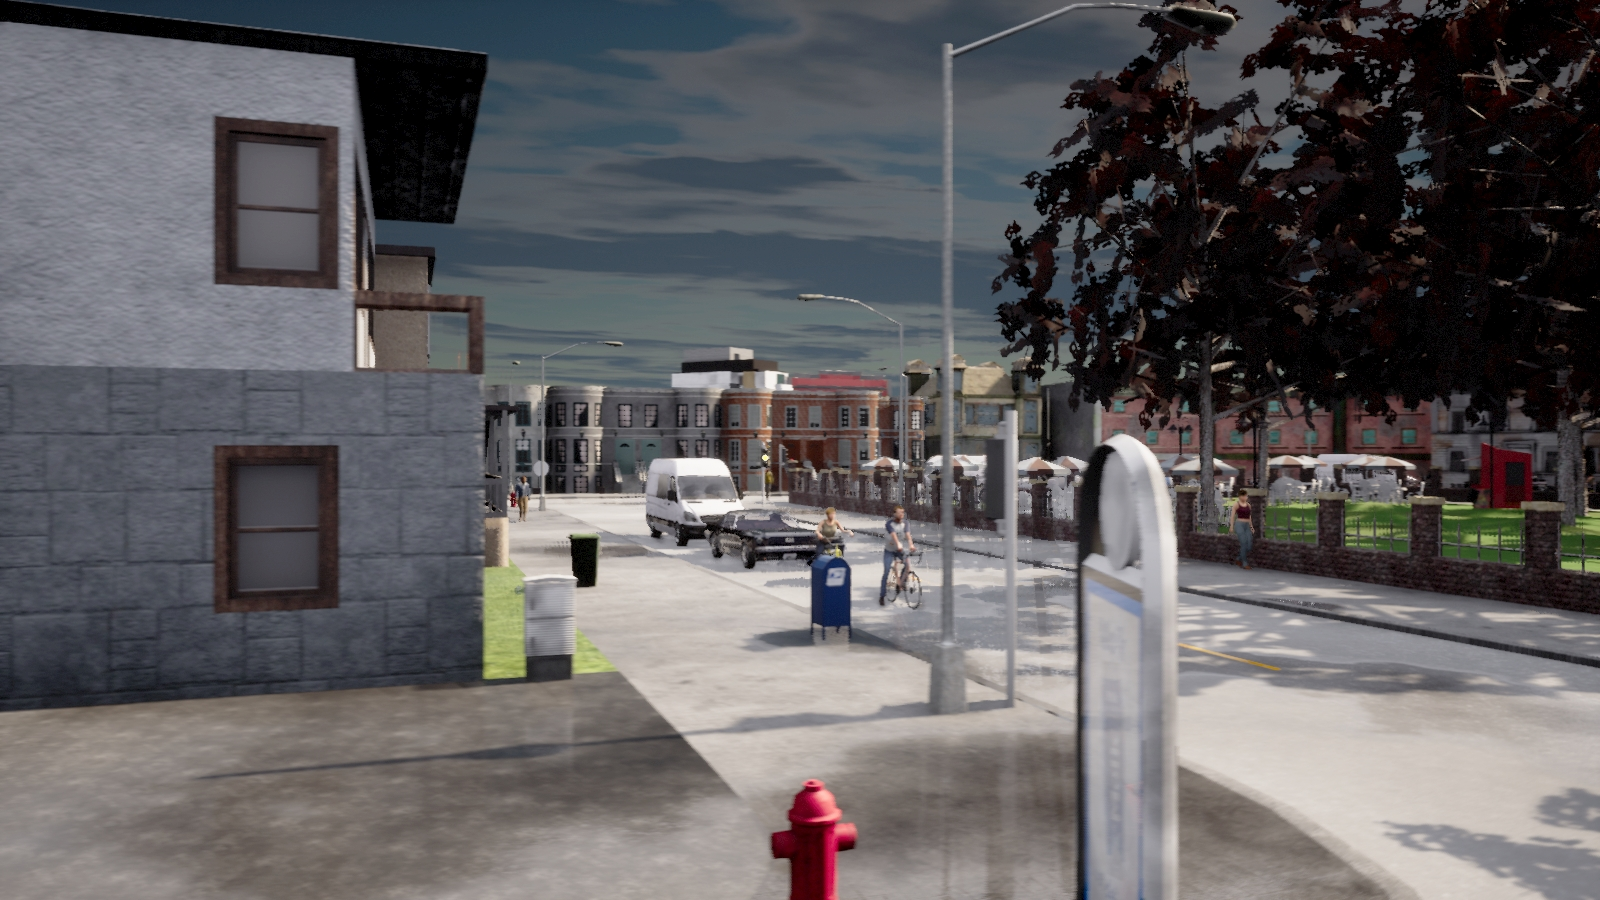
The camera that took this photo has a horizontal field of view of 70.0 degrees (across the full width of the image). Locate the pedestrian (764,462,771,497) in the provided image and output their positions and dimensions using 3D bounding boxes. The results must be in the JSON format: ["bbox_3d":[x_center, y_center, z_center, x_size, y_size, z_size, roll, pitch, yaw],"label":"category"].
[{"bbox_3d":[-1.729,1.558,60.929,0.375,1.860,0.375,0,0,1],"label":"pedestrian"}]

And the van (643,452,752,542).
[{"bbox_3d":[-3.301,1.338,35.546,1.988,2.561,5.915,0,0,-19],"label":"van"}]

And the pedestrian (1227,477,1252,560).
[{"bbox_3d":[9.963,1.541,25.881,0.375,1.860,0.375,0,0,-20],"label":"pedestrian"}]

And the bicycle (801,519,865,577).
[{"bbox_3d":[0.681,2.052,24.138,0.859,1.080,1.487,0,0,-19],"label":"bicycle"}]

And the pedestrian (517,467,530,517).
[{"bbox_3d":[-10.356,1.557,42.806,0.375,1.860,0.375,0,0,-26],"label":"pedestrian"}]

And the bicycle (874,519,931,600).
[{"bbox_3d":[1.834,1.950,20.678,0.373,1.296,1.643,0,0,-19],"label":"bicycle"}]

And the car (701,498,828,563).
[{"bbox_3d":[-1.001,1.954,28.808,1.895,1.301,4.718,0,0,-19],"label":"car"}]
